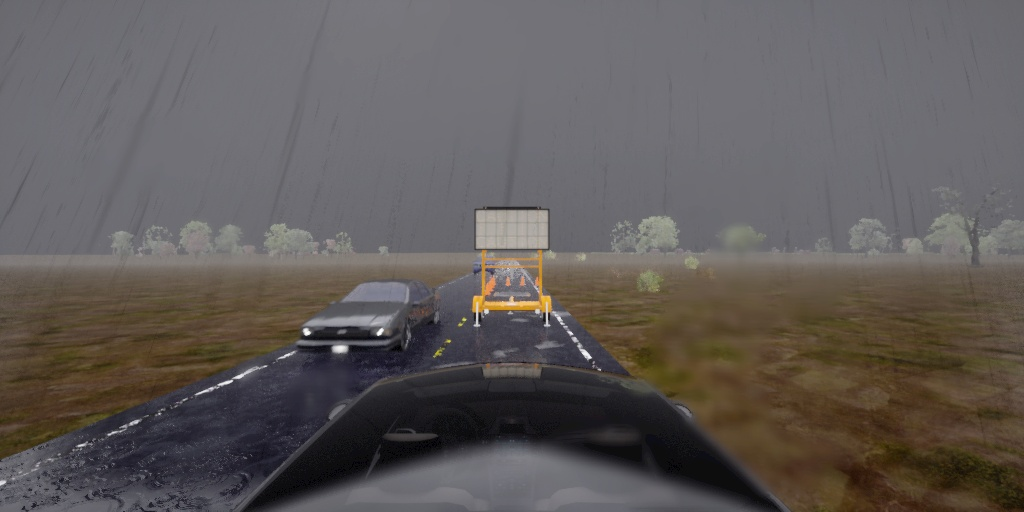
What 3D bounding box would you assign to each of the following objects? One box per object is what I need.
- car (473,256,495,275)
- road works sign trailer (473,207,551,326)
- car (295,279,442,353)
[{"bbox_3d":[-2.989,0.970,39.131,2.150,2.045,5.566,0,0,0],"label":"car"},{"bbox_3d":[0.002,0.214,11.605,2.380,3.560,2.880,0,0,0],"label":"road works sign trailer"},{"bbox_3d":[-3.103,1.297,9.136,2.033,1.411,5.357,0,0,0],"label":"car"}]
